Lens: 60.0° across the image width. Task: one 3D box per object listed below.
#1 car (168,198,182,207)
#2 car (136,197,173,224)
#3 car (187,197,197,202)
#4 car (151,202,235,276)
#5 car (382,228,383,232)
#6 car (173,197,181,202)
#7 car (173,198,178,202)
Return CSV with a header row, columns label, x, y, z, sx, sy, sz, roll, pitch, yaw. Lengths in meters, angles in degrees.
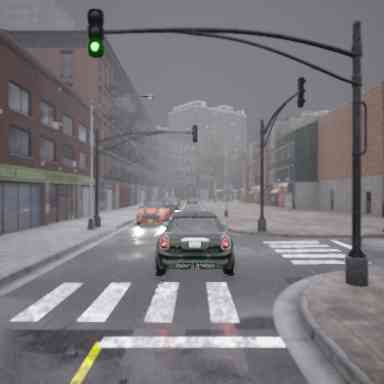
label,x,y,z,sx,sy,sz,roll,pitch,yaw
car,-2.781,1.711,55.107,2.033,1.411,5.357,0,0,0
car,-2.843,1.415,24.958,2.097,1.767,4.553,0,0,0
car,0.021,1.771,66.637,1.994,1.385,4.181,0,0,0
car,0.087,1.375,10.633,2.097,1.767,4.553,0,0,0
car,10.930,1.564,14.313,4.718,1.301,1.895,0,0,0
car,-2.826,1.477,44.546,2.097,1.767,4.553,0,0,0
car,-2.840,1.639,34.427,2.033,1.411,5.357,0,0,0
